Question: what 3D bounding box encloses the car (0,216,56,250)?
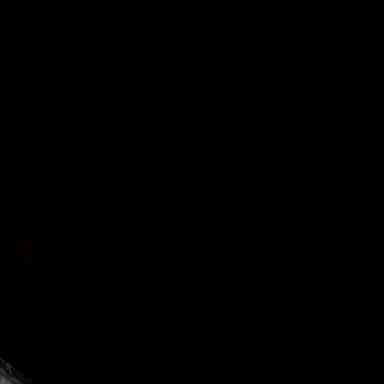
[{"bbox_3d":[-7.625,1.549,12.531,2.231,1.521,4.892,0,-1,38],"label":"car"}]
